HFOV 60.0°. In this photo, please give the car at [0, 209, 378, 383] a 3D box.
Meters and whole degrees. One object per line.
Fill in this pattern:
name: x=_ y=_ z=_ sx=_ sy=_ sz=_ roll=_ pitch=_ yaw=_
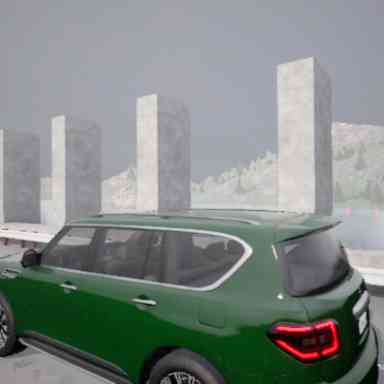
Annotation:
car: x=-0.686 y=1.256 z=4.480 sx=5.566 sy=2.045 sz=2.150 roll=-1 pitch=-1 yaw=36
